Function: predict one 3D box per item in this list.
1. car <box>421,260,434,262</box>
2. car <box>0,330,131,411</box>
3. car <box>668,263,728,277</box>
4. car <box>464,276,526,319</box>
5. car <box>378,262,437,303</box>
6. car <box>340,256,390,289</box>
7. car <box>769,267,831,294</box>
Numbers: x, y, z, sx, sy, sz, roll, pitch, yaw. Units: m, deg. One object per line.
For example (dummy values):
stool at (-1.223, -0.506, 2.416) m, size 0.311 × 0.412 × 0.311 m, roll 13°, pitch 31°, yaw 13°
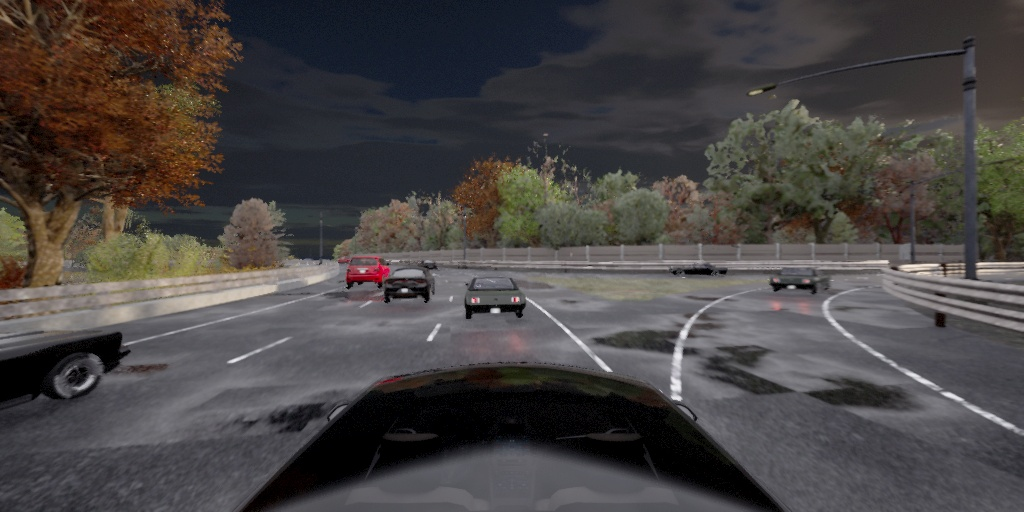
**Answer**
car at (-12.420, 1.309, 52.468) m, size 1.882 × 1.535 × 5.008 m, roll 0°, pitch 0°, yaw -26°
car at (-7.017, 1.389, 3.550) m, size 1.895 × 1.301 × 4.718 m, roll 0°, pitch 0°, yaw -1°
car at (16.987, 1.268, 33.054) m, size 4.718 × 1.301 × 1.895 m, roll 0°, pitch 0°, yaw 13°
car at (-0.749, 1.358, 12.990) m, size 1.895 × 1.301 × 4.718 m, roll 0°, pitch 0°, yaw -7°
car at (-4.731, 1.257, 17.077) m, size 1.882 × 1.535 × 5.008 m, roll 0°, pitch 0°, yaw -8°
car at (-9.583, 1.029, 24.182) m, size 2.150 × 2.045 × 5.566 m, roll 0°, pitch 0°, yaw -13°
car at (15.710, 1.271, 19.409) m, size 4.718 × 1.301 × 1.895 m, roll 0°, pitch 0°, yaw -40°
